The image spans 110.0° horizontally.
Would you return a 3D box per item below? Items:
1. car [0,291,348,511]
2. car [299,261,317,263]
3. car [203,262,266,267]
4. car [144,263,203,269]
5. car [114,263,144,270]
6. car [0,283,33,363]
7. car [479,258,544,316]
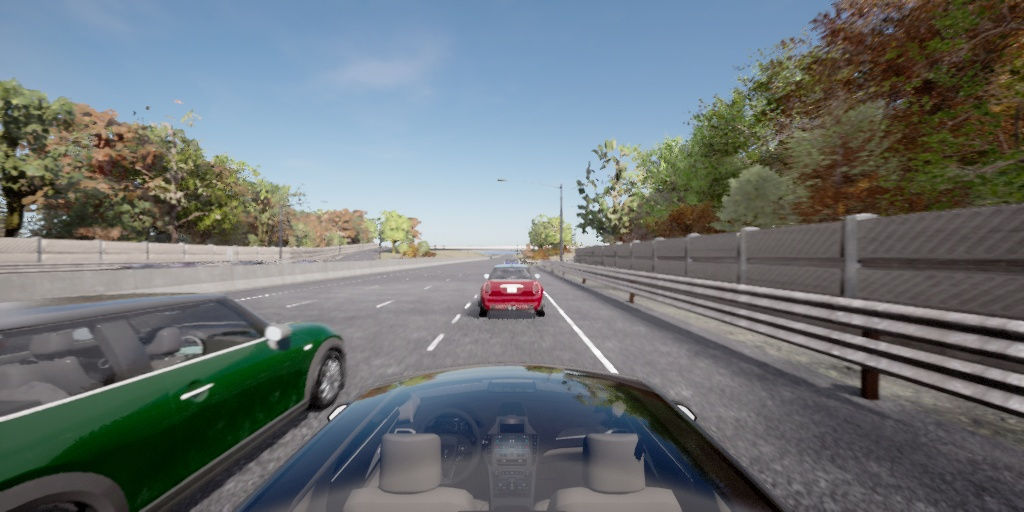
[{"bbox_3d":[-3.403,1.099,3.296,2.097,1.767,4.553,0,0,0],"label":"car"},{"bbox_3d":[-24.559,1.254,42.921,2.033,1.411,5.357,0,0,1],"label":"car"},{"bbox_3d":[-21.069,1.215,28.184,1.837,1.490,4.892,0,1,0],"label":"car"},{"bbox_3d":[-28.050,1.275,30.583,1.994,1.385,4.181,0,0,1],"label":"car"},{"bbox_3d":[-31.560,1.275,30.617,1.994,1.385,4.181,0,0,0],"label":"car"},{"bbox_3d":[-10.401,1.270,4.774,1.812,1.442,4.674,0,0,0],"label":"car"},{"bbox_3d":[-0.001,1.079,13.353,2.097,1.767,4.553,0,0,0],"label":"car"}]
